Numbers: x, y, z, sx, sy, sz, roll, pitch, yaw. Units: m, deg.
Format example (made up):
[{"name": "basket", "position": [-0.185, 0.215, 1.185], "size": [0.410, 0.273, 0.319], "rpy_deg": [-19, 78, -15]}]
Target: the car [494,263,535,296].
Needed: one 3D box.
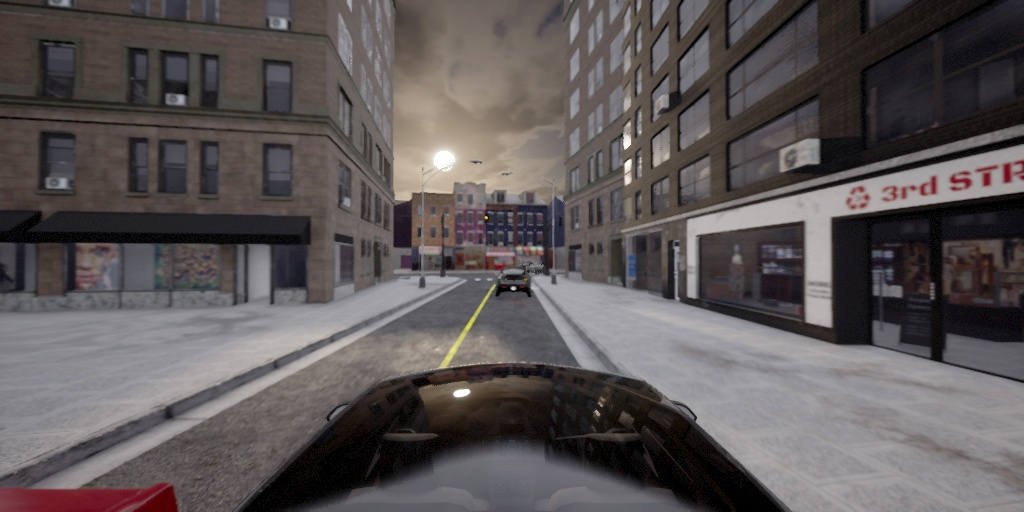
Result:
[{"name": "car", "position": [0.087, 1.318, 19.811], "size": [1.837, 1.490, 4.892], "rpy_deg": [0, 0, 0]}]

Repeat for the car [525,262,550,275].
[{"name": "car", "position": [2.191, 1.367, 37.597], "size": [1.837, 1.490, 4.892], "rpy_deg": [-4, -2, 34]}]
